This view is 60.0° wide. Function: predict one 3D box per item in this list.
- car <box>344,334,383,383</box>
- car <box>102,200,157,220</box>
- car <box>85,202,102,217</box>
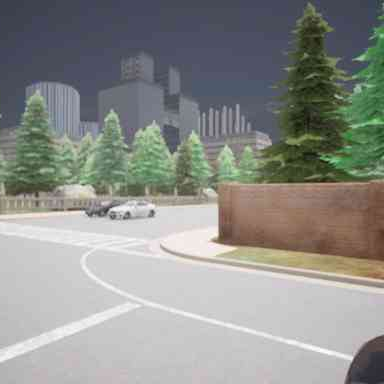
[{"bbox_3d":[3.348,1.510,1.574,4.892,1.490,1.837,0,0,36],"label":"car"},{"bbox_3d":[-4.868,1.468,27.768,1.812,1.442,4.674,0,0,35],"label":"car"},{"bbox_3d":[-7.449,1.457,30.179,1.812,1.442,4.674,0,0,35],"label":"car"}]
